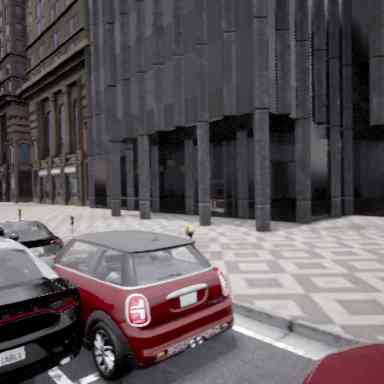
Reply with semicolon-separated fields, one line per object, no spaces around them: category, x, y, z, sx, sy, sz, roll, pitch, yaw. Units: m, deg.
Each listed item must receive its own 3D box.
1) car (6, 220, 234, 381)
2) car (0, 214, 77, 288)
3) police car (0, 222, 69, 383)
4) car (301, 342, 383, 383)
car;-1.365;1.353;5.530;1.967;1.590;4.097;-2;2;-43
car;-5.234;1.488;9.685;1.947;1.339;4.313;-2;2;-43
police car;-3.520;1.396;5.113;1.930;1.638;5.238;-2;2;-43
car;2.511;1.486;1.380;1.802;1.307;4.206;-2;2;-43
